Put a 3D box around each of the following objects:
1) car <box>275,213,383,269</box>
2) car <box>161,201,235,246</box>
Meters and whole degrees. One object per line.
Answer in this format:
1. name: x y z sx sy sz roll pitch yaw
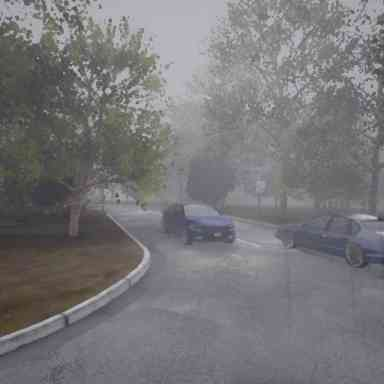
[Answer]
1. car: 4.851 1.377 10.621 2.033 1.411 5.357 1 1 -19
2. car: 0.089 1.167 13.902 1.882 1.535 5.008 1 1 -19
